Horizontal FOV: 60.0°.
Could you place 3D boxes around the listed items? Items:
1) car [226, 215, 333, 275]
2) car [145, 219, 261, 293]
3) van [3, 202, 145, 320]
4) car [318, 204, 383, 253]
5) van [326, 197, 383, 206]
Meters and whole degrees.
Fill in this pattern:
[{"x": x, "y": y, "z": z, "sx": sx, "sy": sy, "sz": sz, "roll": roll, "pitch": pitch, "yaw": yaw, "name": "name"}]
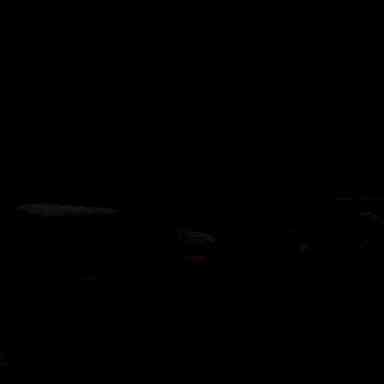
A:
[{"x": 1.593, "y": 1.505, "z": 10.622, "sx": 2.163, "sy": 1.488, "sz": 4.792, "roll": 0, "pitch": 0, "yaw": -36, "name": "car"}, {"x": -0.649, "y": 1.518, "z": 8.982, "sx": 2.002, "sy": 1.452, "sz": 4.674, "roll": 0, "pitch": 0, "yaw": -36, "name": "car"}, {"x": -2.978, "y": 1.255, "z": 7.467, "sx": 1.878, "sy": 1.987, "sz": 4.442, "roll": 0, "pitch": 0, "yaw": -36, "name": "van"}, {"x": 6.132, "y": 1.470, "z": 13.818, "sx": 2.097, "sy": 1.535, "sz": 5.008, "roll": 0, "pitch": 0, "yaw": -36, "name": "car"}, {"x": 8.457, "y": 1.242, "z": 15.340, "sx": 1.878, "sy": 1.987, "sz": 4.442, "roll": 0, "pitch": 0, "yaw": -36, "name": "van"}]
